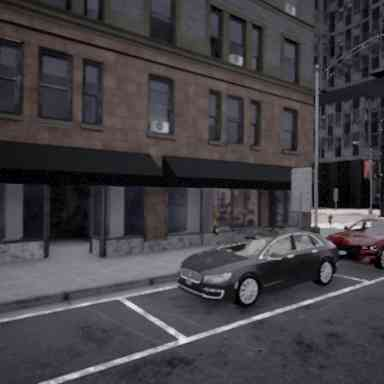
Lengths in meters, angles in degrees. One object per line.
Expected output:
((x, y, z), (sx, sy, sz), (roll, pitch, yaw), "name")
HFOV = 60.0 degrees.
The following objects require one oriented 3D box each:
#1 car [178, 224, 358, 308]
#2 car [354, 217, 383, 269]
((1.720, 1.549, 7.865), (4.403, 1.369, 2.008), (0, 1, -35), "car")
((6.286, 1.542, 11.122), (4.507, 1.381, 1.887), (0, 1, -35), "car")
